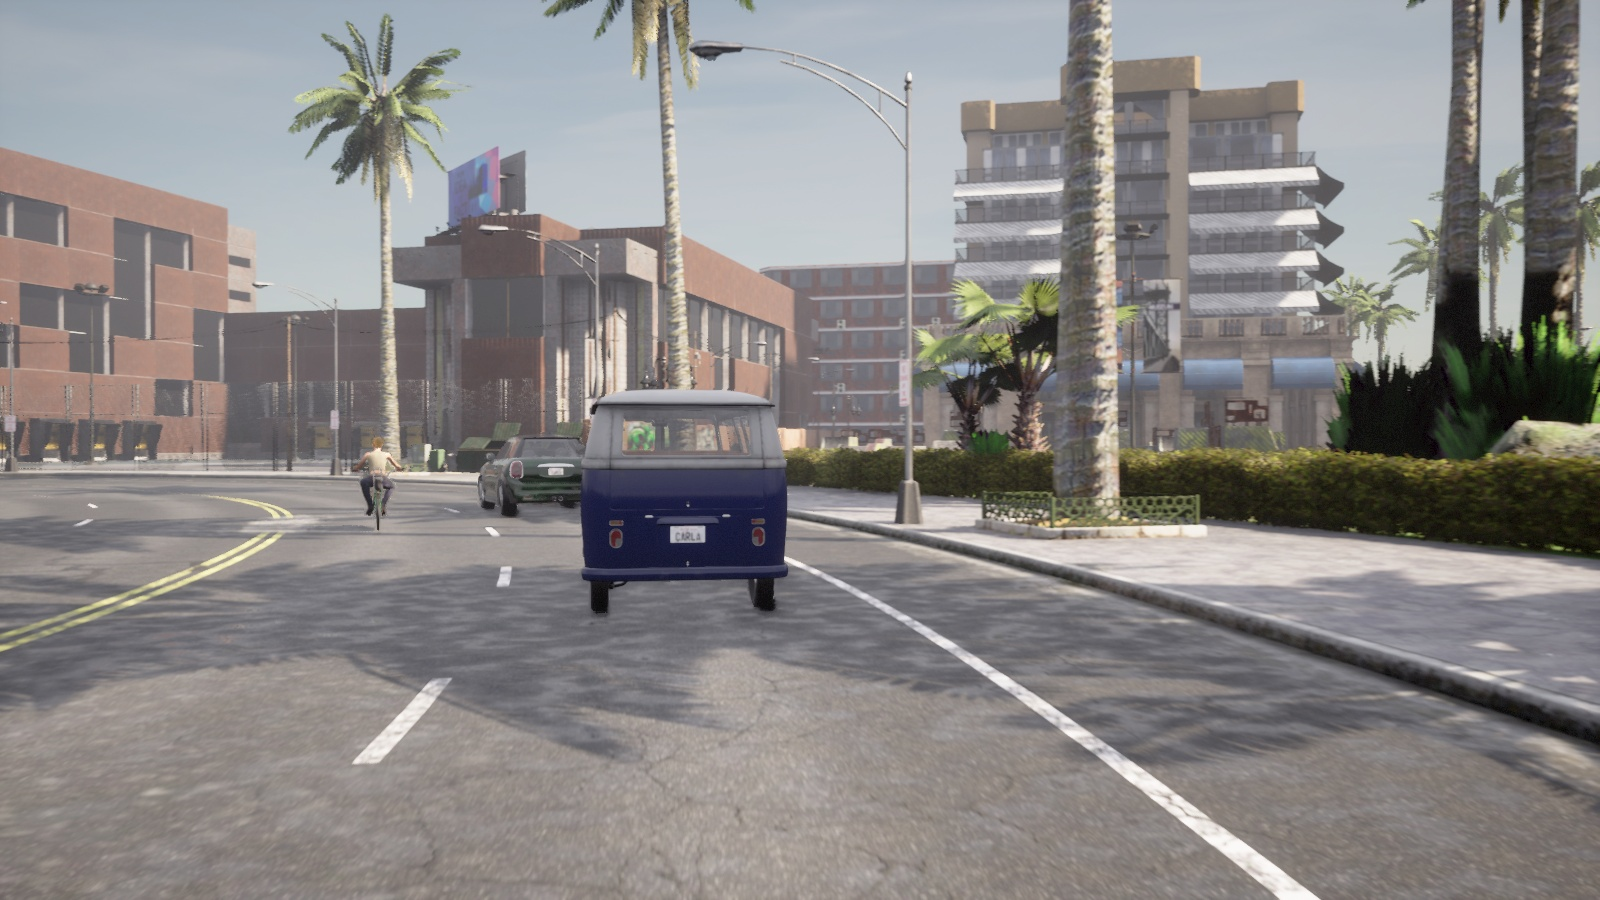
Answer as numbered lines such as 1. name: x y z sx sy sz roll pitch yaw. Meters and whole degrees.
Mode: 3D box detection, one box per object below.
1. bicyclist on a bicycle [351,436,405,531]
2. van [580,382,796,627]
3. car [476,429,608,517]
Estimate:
1. bicyclist on a bicycle: -7.423 0.559 22.096 0.866 1.612 1.509 0 0 -19
2. van: -1.291 0.429 12.532 1.775 1.987 4.442 0 0 -10
3. car: -5.766 0.449 27.618 2.097 1.767 4.553 0 0 -22
